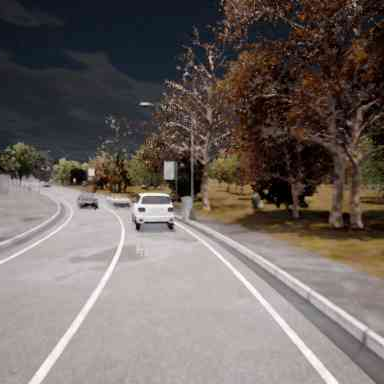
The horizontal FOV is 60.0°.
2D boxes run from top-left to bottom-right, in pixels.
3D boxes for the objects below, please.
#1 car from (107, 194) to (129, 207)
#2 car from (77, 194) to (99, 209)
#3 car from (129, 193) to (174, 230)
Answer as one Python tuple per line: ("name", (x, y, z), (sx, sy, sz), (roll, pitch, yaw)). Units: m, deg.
("car", (-8.537, 0.938, 38.262), (1.895, 1.301, 4.718), (1, 2, -24))
("car", (-10.738, 0.930, 34.156), (2.033, 1.411, 5.357), (1, 2, -22))
("car", (-2.478, 1.068, 20.428), (2.150, 2.045, 5.566), (1, 1, -13))
